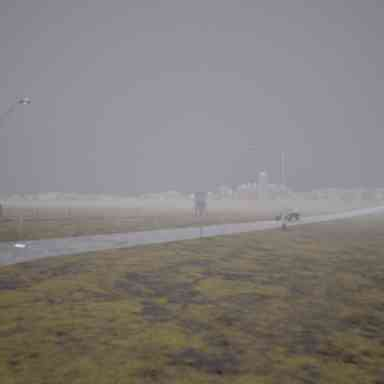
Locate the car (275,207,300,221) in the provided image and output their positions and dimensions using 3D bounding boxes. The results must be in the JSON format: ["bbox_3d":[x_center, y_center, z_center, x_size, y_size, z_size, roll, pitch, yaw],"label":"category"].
[{"bbox_3d":[14.338,3.225,49.688,2.150,2.045,5.566,-1,-3,35],"label":"car"}]
